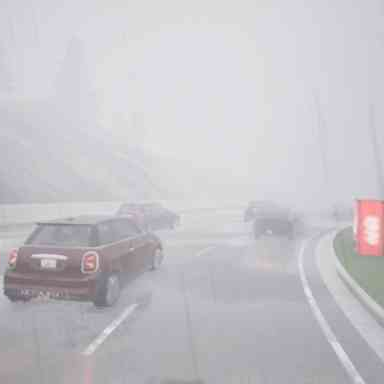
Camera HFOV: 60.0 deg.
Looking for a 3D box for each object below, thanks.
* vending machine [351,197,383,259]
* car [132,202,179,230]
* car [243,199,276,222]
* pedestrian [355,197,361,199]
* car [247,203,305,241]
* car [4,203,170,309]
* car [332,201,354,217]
[{"bbox_3d":[6.378,1.258,11.996,1.100,2.100,0.880,1,0,21],"label":"vending machine"},{"bbox_3d":[-2.439,1.329,18.519,2.097,1.767,4.553,1,0,23],"label":"car"},{"bbox_3d":[5.740,1.409,25.672,2.097,1.767,4.553,1,0,33],"label":"car"},{"bbox_3d":[6.377,1.109,12.819,0.375,1.860,0.375,1,0,22],"label":"pedestrian"},{"bbox_3d":[4.575,1.550,17.192,1.837,1.490,4.892,0,0,26],"label":"car"},{"bbox_3d":[-2.225,1.330,8.155,2.097,1.767,4.553,1,0,11],"label":"car"},{"bbox_3d":[15.547,1.680,33.550,1.812,1.442,4.674,1,0,36],"label":"car"}]
